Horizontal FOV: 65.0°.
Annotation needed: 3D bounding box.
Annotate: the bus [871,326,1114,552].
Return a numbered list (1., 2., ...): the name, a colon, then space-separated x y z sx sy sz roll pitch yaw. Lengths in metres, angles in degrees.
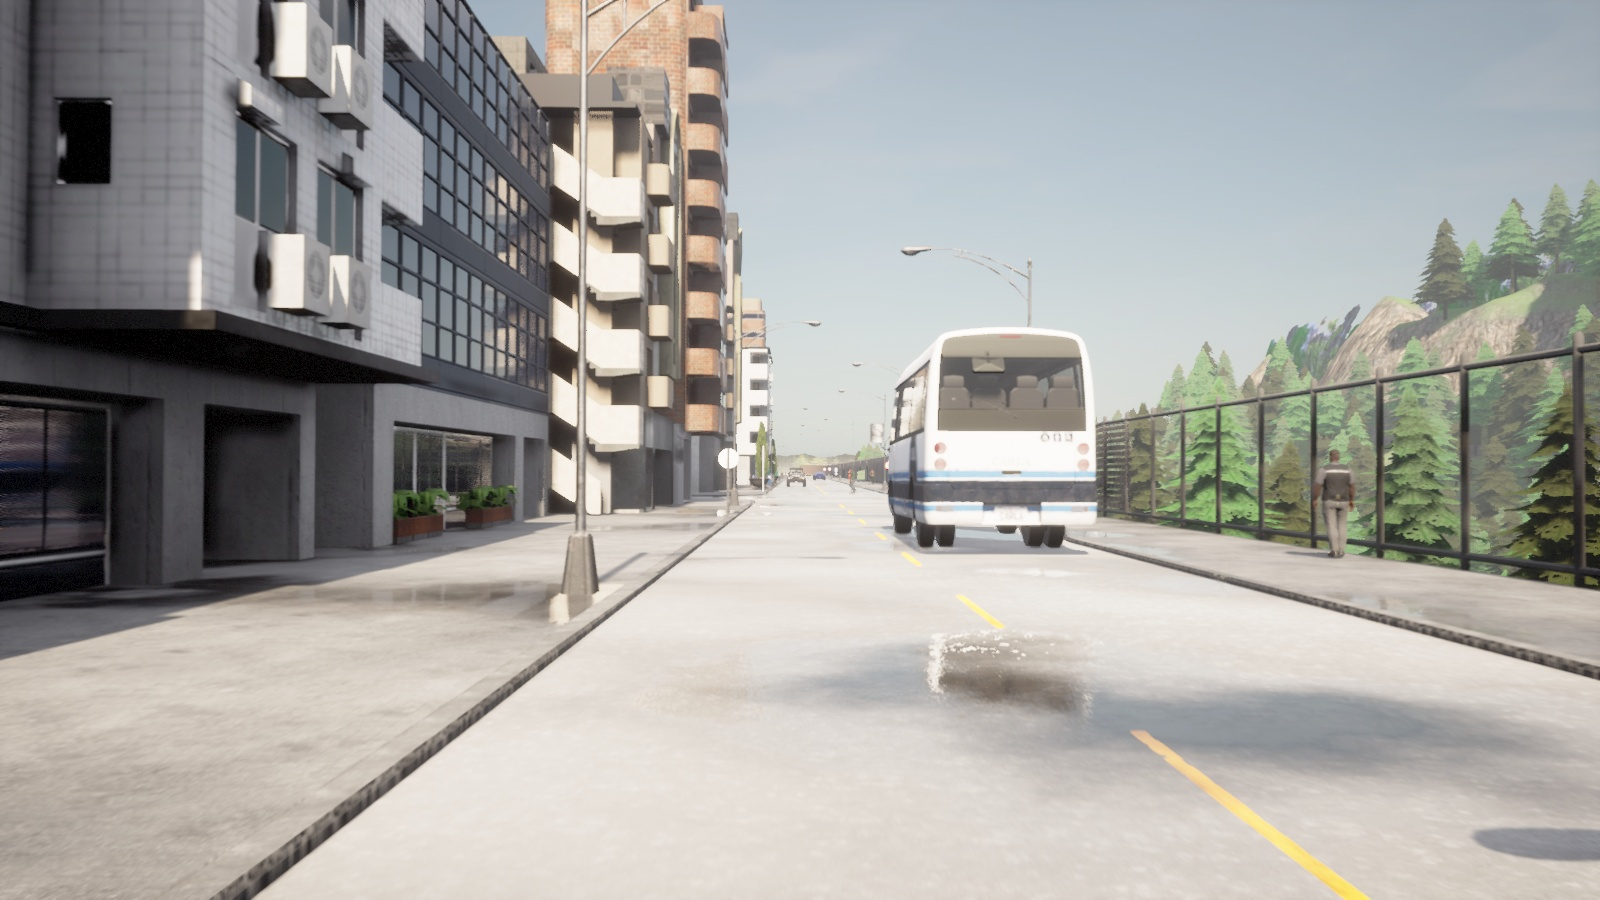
1. bus: 3.918 -0.094 28.857 3.944 4.253 10.273 0 -1 0

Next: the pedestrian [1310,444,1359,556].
1. pedestrian: 9.161 0.849 21.546 0.563 1.883 0.849 0 -1 10

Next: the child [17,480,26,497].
1. child: -49.010 2.425 79.094 0.394 1.110 0.255 0 -1 -1
